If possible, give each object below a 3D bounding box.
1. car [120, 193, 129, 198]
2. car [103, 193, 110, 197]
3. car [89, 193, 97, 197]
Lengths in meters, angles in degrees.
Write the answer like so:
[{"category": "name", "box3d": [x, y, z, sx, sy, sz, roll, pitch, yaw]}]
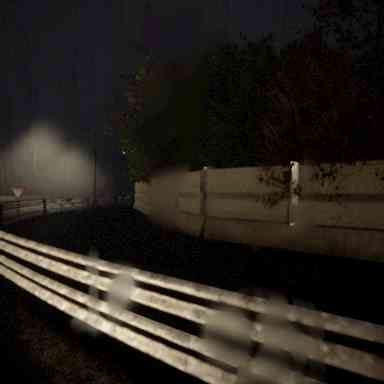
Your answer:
[{"category": "car", "box3d": [-18.377, 0.967, 90.389, 1.837, 1.490, 4.892, 0, 0, 0]}, {"category": "car", "box3d": [-23.311, 0.970, 90.743, 1.812, 1.442, 4.674, 0, 0, -16]}, {"category": "car", "box3d": [-26.727, 1.029, 89.971, 1.895, 1.301, 4.718, 0, 0, -16]}]
